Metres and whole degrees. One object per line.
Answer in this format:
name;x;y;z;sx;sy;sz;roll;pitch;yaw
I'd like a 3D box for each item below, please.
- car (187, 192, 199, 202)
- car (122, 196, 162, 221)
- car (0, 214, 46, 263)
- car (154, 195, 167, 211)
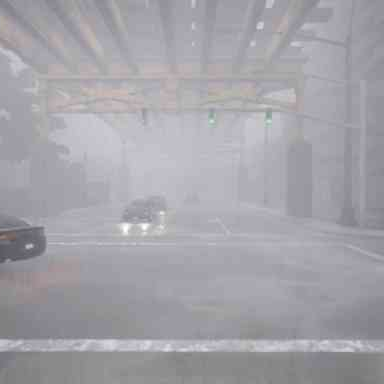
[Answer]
car;0.100;0.806;52.176;2.128;1.511;4.902;0;1;0
car;-3.600;1.232;23.916;2.033;1.411;5.357;0;1;0
car;-6.836;1.344;10.094;5.008;1.535;1.882;0;0;20
car;-3.584;1.078;34.019;1.812;1.442;4.674;0;1;0
